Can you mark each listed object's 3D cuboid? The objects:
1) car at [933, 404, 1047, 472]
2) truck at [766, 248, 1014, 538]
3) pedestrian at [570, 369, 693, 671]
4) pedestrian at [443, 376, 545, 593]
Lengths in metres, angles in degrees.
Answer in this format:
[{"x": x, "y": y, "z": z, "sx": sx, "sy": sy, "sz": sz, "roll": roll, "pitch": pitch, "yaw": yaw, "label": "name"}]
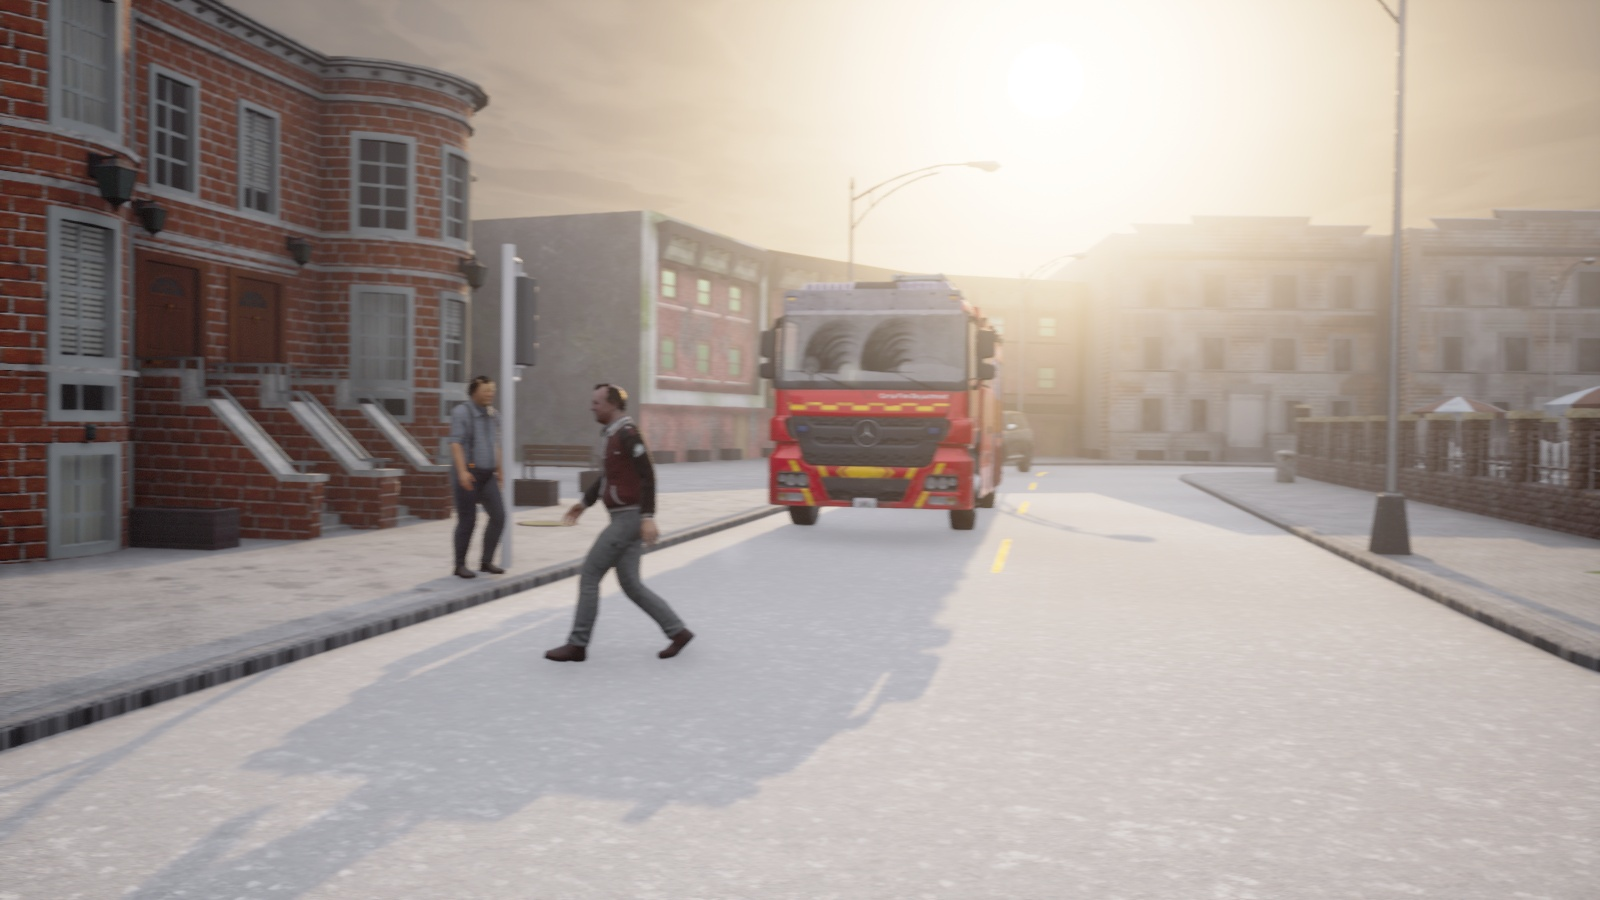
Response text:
[{"x": 6.256, "y": -0.421, "z": 40.765, "sx": 2.150, "sy": 2.045, "sz": 5.566, "roll": 0, "pitch": 1, "yaw": 25, "label": "car"}, {"x": 1.882, "y": -0.840, "z": 20.996, "sx": 2.891, "sy": 3.827, "sz": 8.468, "roll": 0, "pitch": 1, "yaw": 13, "label": "truck"}, {"x": -1.071, "y": 0.423, "z": 7.948, "sx": 0.720, "sy": 1.854, "sz": 0.376, "roll": -1, "pitch": 1, "yaw": -13, "label": "pedestrian"}, {"x": -2.714, "y": 0.286, "z": 11.135, "sx": 0.694, "sy": 1.848, "sz": 0.540, "roll": 0, "pitch": 2, "yaw": 38, "label": "pedestrian"}]
